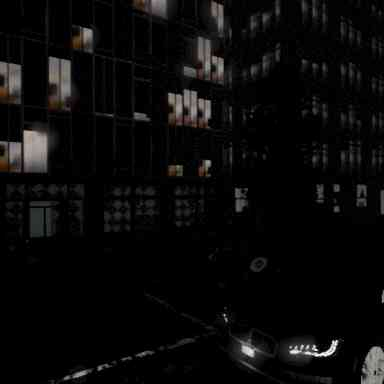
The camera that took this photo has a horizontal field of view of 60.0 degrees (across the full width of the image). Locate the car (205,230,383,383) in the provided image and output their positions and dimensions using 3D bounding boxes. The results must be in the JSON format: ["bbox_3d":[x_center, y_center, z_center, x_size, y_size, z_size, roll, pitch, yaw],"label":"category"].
[{"bbox_3d":[2.601,1.521,5.102,4.892,1.490,1.837,0,0,-35],"label":"car"}]

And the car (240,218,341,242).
[{"bbox_3d":[2.263,1.462,8.174,4.097,1.590,1.967,0,-1,-35],"label":"car"}]
